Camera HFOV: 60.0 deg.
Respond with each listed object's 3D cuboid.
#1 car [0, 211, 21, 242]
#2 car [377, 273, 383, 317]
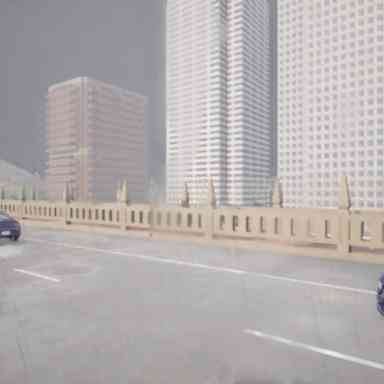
[{"bbox_3d":[-9.565,1.528,15.107,4.674,1.442,1.812,0,0,35],"label":"car"},{"bbox_3d":[5.210,1.525,4.573,4.674,1.442,1.812,0,0,36],"label":"car"}]
